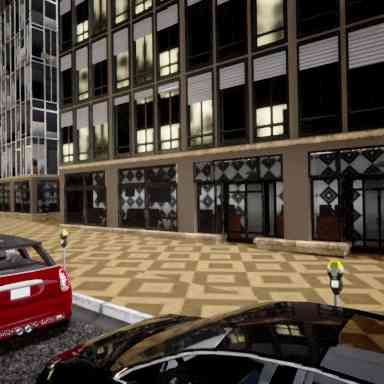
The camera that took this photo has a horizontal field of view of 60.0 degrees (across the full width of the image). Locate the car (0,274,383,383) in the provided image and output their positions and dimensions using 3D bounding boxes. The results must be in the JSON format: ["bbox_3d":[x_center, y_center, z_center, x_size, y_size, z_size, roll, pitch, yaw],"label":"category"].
[{"bbox_3d":[0.627,1.566,2.465,4.313,1.339,1.947,0,-1,36],"label":"car"}]

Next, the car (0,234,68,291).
[{"bbox_3d":[-3.948,1.441,5.844,4.097,1.590,1.967,0,-1,37],"label":"car"}]
